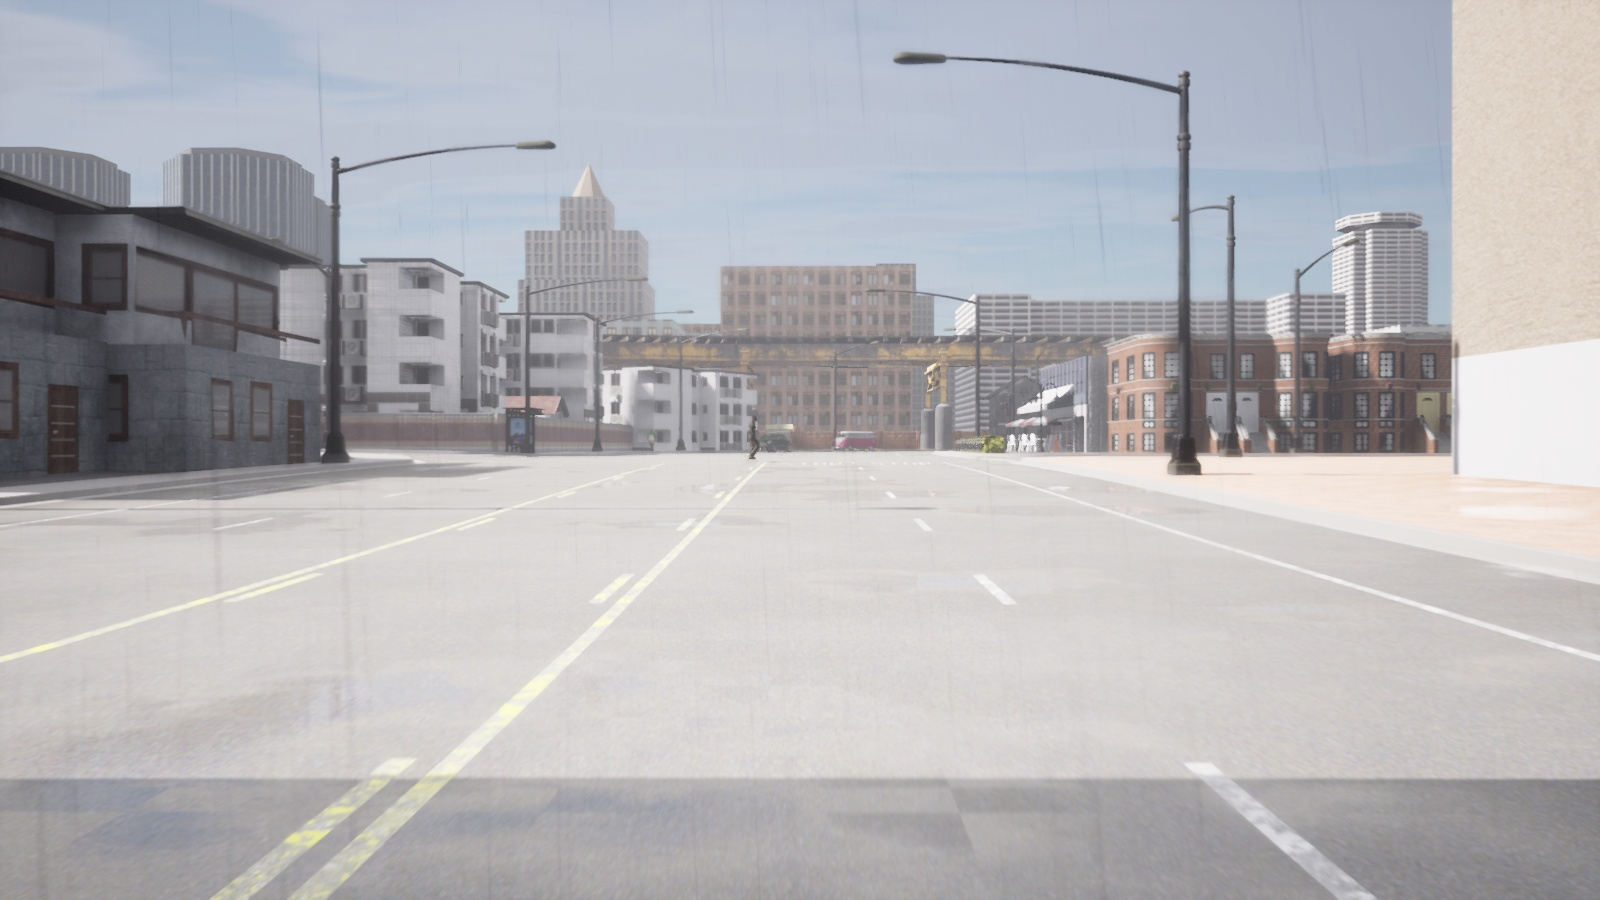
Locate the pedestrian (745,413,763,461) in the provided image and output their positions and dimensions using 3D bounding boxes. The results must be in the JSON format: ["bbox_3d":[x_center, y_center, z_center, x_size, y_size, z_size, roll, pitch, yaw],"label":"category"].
[{"bbox_3d":[-1.855,-0.515,50.567,0.692,1.930,0.395,0,0,-3],"label":"pedestrian"}]
